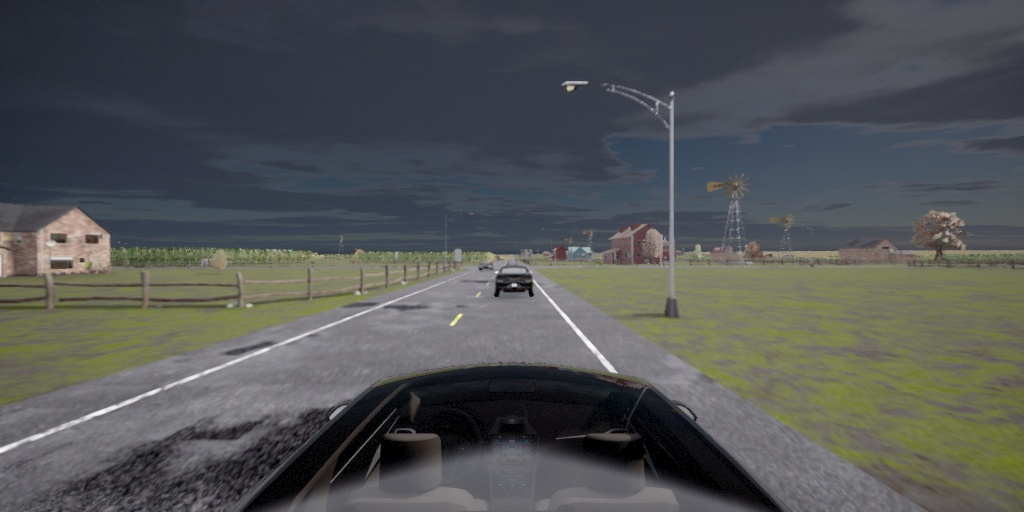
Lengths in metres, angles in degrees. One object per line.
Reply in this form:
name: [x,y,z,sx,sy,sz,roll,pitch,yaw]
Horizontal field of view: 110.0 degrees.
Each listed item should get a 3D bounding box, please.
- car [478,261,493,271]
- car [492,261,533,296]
car: [-3.491,1.370,49.119,1.994,1.385,4.181,0,0,0]
car: [0.106,1.239,19.455,1.882,1.535,5.008,0,0,0]
